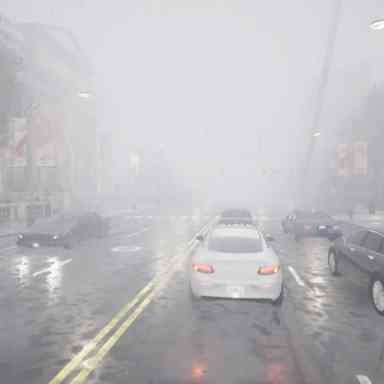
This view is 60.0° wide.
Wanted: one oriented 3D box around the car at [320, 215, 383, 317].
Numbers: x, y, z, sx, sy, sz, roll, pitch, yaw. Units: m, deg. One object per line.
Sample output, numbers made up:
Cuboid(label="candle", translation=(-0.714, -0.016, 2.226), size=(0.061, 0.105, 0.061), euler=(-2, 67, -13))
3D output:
Cuboid(label="car", translation=(4.469, 1.504, 7.326), size=(1.837, 1.490, 4.892), euler=(0, 0, 7))

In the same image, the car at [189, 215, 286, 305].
Cuboid(label="car", translation=(1.034, 1.525, 8.031), size=(1.812, 1.442, 4.674), euler=(0, 0, 7))

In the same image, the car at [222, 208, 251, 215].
Cuboid(label="car", translation=(2.322, 1.546, 17.488), size=(2.033, 1.411, 5.357), euler=(0, 0, 8))

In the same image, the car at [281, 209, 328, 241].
Cuboid(label="car", translation=(5.759, 1.546, 16.597), size=(2.033, 1.411, 5.357), euler=(0, 0, 6))

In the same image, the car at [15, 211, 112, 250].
Cuboid(label="car", translation=(-5.286, 1.546, 14.713), size=(2.033, 1.411, 5.357), euler=(0, 0, 9))
